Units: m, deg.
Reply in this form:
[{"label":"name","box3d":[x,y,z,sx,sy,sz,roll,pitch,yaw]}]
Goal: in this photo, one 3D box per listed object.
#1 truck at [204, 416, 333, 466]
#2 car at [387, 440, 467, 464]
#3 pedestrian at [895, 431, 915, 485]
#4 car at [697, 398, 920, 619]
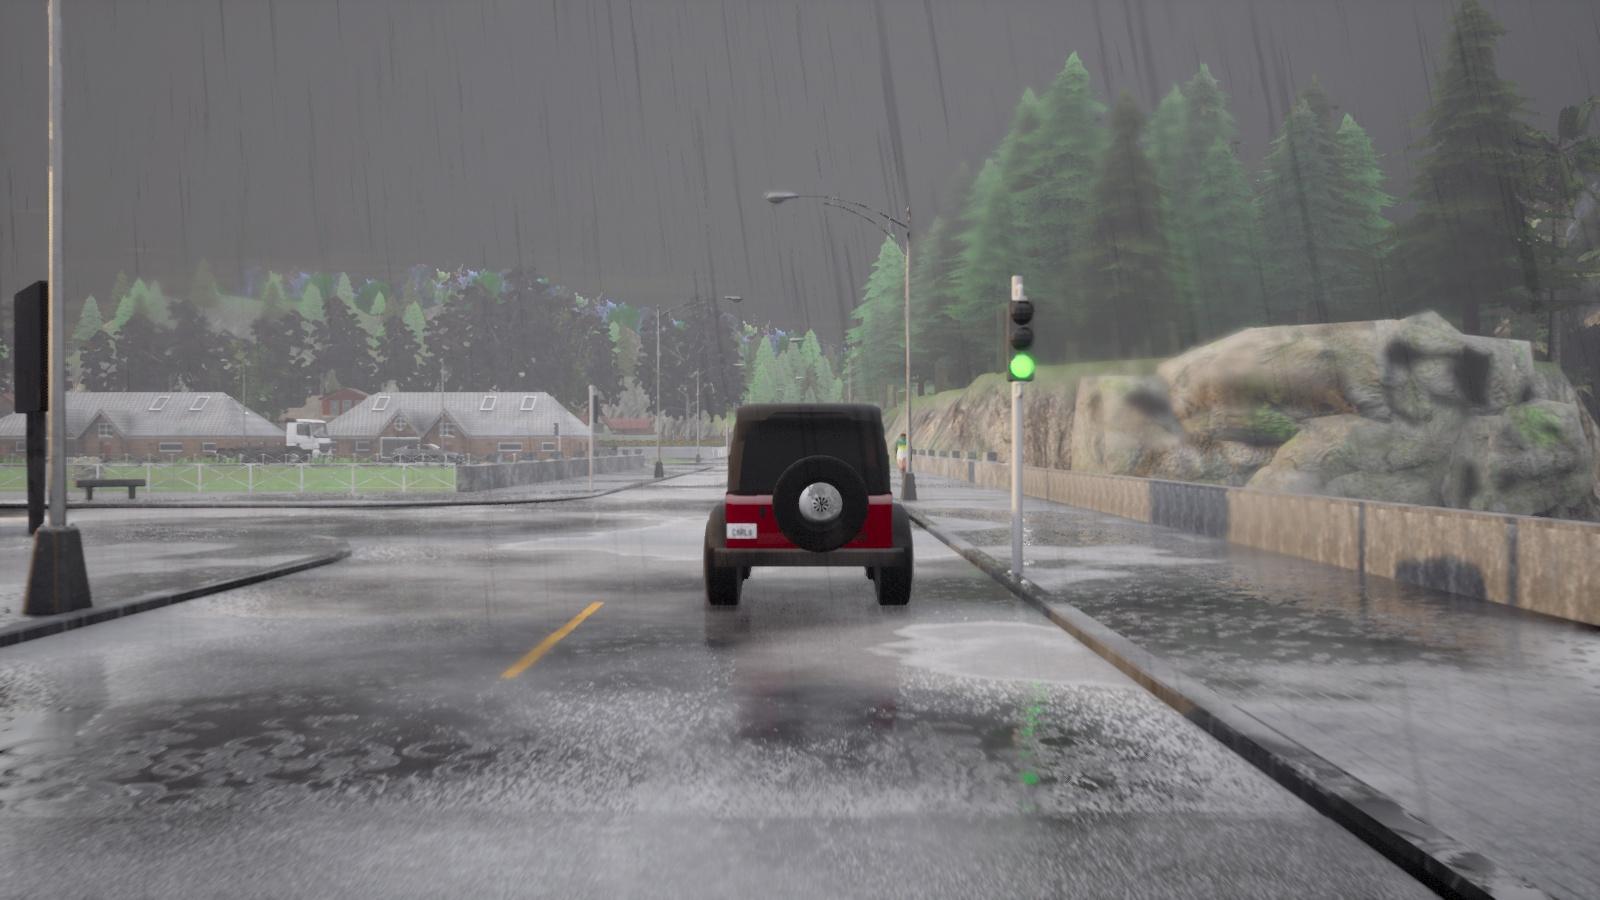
[{"label":"truck","box3d":[-37.790,-0.624,89.409,7.936,3.462,2.891,0,0,0]},{"label":"car","box3d":[-26.493,0.146,89.351,5.027,1.651,2.152,0,0,0]},{"label":"pedestrian","box3d":[3.809,0.276,45.792,0.659,1.952,0.873,0,0,0]},{"label":"car","box3d":[0.084,0.492,12.661,1.905,1.878,3.866,0,0,0]}]
